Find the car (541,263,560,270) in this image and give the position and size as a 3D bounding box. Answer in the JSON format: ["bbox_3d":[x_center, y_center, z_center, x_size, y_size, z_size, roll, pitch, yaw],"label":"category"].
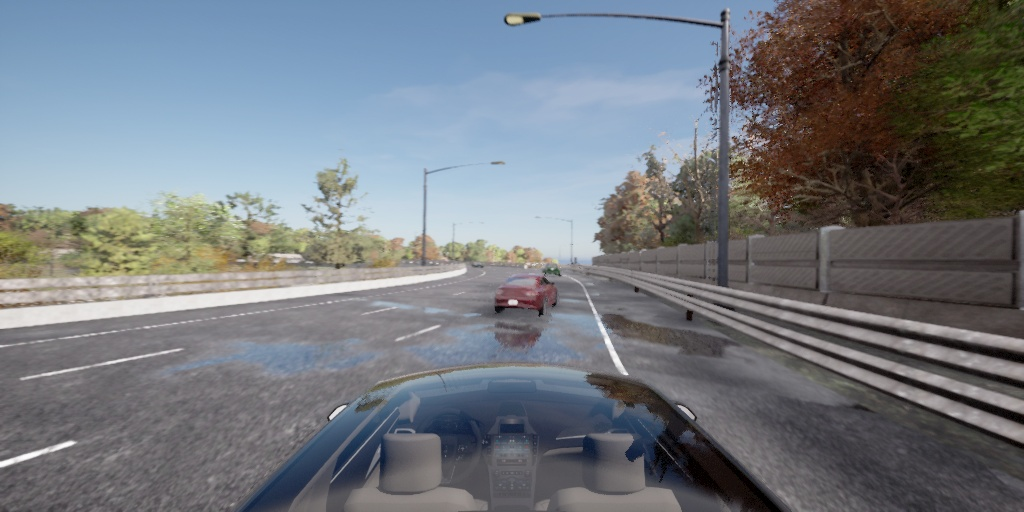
[{"bbox_3d":[4.921,1.643,45.723,2.097,1.767,4.553,1,-1,0],"label":"car"}]

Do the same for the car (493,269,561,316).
[{"bbox_3d":[0.648,1.418,14.184,1.812,1.442,4.674,1,-1,16],"label":"car"}]
